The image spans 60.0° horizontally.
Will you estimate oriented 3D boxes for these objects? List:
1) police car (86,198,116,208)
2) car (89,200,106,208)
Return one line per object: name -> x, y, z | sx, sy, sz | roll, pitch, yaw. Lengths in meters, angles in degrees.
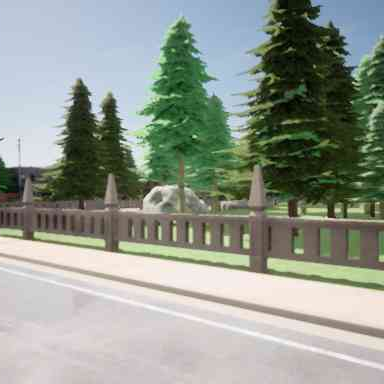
police car -> -15.776, 1.872, 57.997 | 2.038, 1.542, 4.974 | -1, 0, 35
car -> -14.089, 1.565, 54.339 | 1.837, 1.490, 4.892 | -1, 0, 35
